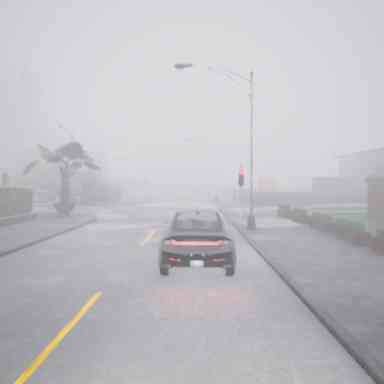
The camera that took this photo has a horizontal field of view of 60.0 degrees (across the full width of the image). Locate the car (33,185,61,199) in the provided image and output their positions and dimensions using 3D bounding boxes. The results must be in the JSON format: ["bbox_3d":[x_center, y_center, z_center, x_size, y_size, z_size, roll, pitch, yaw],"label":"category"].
[{"bbox_3d":[-19.282,-0.033,44.117,1.905,1.878,3.866,1,2,36],"label":"car"}]

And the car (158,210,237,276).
[{"bbox_3d":[0.156,1.267,9.544,2.128,1.511,4.902,0,1,1],"label":"car"}]

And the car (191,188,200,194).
[{"bbox_3d":[0.820,-0.287,75.457,1.882,1.535,5.008,0,1,1],"label":"car"}]

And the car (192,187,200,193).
[{"bbox_3d":[0.931,-0.449,85.691,1.994,1.385,4.181,0,1,1],"label":"car"}]
